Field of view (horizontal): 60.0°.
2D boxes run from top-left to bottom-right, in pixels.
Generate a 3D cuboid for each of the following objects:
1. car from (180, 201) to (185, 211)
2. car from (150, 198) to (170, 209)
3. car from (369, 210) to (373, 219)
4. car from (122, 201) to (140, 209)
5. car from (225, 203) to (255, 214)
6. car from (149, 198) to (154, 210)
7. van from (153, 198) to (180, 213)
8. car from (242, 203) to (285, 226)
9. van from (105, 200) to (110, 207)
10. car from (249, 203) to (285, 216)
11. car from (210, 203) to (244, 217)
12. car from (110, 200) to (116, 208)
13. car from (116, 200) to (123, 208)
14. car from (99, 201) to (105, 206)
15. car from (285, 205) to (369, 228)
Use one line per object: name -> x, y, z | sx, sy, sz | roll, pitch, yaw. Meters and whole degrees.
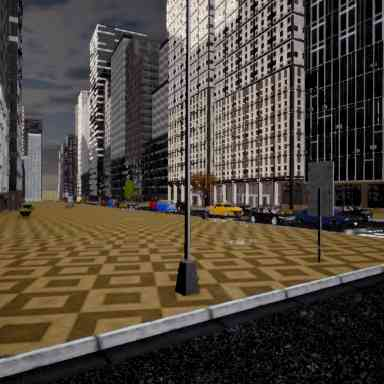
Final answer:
car -> -1.898, 2.347, 56.135 | 1.837, 1.490, 4.892 | 0, -1, -26
car -> -6.409, 2.257, 65.537 | 2.150, 2.045, 5.566 | 0, -1, -26
car -> 13.719, 1.854, 29.532 | 2.008, 1.369, 4.403 | -1, -1, -26
car -> -10.862, 2.525, 61.407 | 2.008, 1.369, 4.403 | -1, -1, -26
car -> 6.423, 2.168, 44.746 | 1.947, 1.339, 4.313 | -1, -1, -26
car -> -5.521, 2.078, 56.512 | 2.150, 2.045, 5.566 | 0, -1, -26
van -> -3.569, 2.005, 46.197 | 1.690, 1.788, 3.998 | -1, -1, -26
car -> 6.164, 1.814, 25.908 | 2.008, 1.369, 4.403 | -1, -1, -26
van -> -18.161, 2.635, 76.623 | 1.690, 1.788, 3.998 | -1, -1, -26
car -> 8.855, 2.068, 39.675 | 1.947, 1.339, 4.313 | -1, -1, -26
car -> 3.754, 1.948, 36.953 | 1.882, 1.535, 5.008 | 0, 0, -26
car -> -15.726, 2.731, 71.550 | 1.887, 1.381, 4.507 | -1, -1, -26
car -> -13.221, 2.602, 66.326 | 1.752, 1.417, 4.829 | -1, -1, -26
car -> -23.022, 3.053, 86.762 | 1.887, 1.381, 4.507 | -1, -1, -26
car -> 9.724, 1.774, 24.534 | 2.033, 1.411, 5.357 | 0, -1, -26
